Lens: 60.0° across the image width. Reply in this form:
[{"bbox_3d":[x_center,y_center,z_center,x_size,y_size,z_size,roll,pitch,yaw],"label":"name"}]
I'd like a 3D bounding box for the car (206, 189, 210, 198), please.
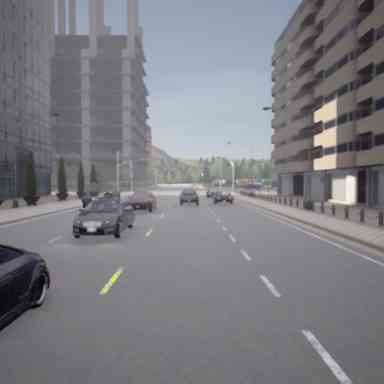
[{"bbox_3d":[2.987,0.199,46.964,1.895,1.301,4.718,0,2,-1],"label":"car"}]

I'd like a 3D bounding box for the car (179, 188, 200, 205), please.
[{"bbox_3d":[-0.268,0.494,33.552,2.128,1.511,4.902,0,2,-1],"label":"car"}]

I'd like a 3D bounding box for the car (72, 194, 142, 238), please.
[{"bbox_3d":[-3.750,1.056,14.784,2.128,1.511,4.902,0,2,-1],"label":"car"}]

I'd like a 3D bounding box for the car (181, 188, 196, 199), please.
[{"bbox_3d":[-0.452,0.131,47.698,2.033,1.411,5.357,0,2,-1],"label":"car"}]

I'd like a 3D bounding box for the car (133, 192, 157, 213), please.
[{"bbox_3d":[-3.865,0.709,26.025,1.882,1.535,5.008,0,2,-1],"label":"car"}]

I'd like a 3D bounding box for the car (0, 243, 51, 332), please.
[{"bbox_3d":[-3.635,1.431,4.563,1.994,1.385,4.181,0,2,-1],"label":"car"}]

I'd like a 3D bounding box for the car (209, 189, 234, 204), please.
[{"bbox_3d":[3.173,0.556,34.915,1.895,1.301,4.718,0,2,0],"label":"car"}]

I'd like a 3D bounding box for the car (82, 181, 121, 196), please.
[{"bbox_3d":[-7.297,0.079,27.304,2.150,2.045,5.566,0,2,-1],"label":"car"}]
